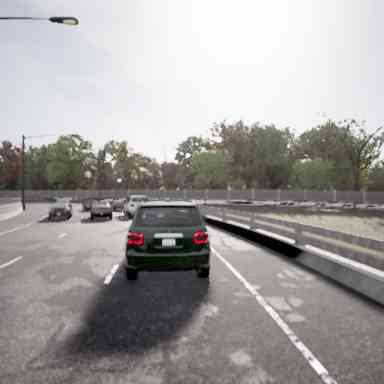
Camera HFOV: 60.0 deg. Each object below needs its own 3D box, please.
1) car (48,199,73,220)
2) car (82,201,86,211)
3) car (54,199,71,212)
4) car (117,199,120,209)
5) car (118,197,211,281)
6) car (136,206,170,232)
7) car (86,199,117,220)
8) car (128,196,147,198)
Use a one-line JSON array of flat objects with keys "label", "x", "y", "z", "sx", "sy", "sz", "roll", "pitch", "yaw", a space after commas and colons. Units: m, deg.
[{"label": "car", "x": -11.912, "y": 1.688, "z": 30.238, "sx": 1.812, "sy": 1.442, "sz": 4.674, "roll": 0, "pitch": 0, "yaw": -17}, {"label": "car", "x": -13.313, "y": 1.833, "z": 43.766, "sx": 1.895, "sy": 1.301, "sz": 4.718, "roll": 0, "pitch": 0, "yaw": -23}, {"label": "car", "x": -16.689, "y": 1.734, "z": 42.720, "sx": 1.837, "sy": 1.490, "sz": 4.892, "roll": 0, "pitch": 0, "yaw": -24}, {"label": "car", "x": -9.865, "y": 1.724, "z": 44.565, "sx": 2.128, "sy": 1.511, "sz": 4.902, "roll": 0, "pitch": 0, "yaw": -23}, {"label": "car", "x": -0.788, "y": 1.272, "z": 10.270, "sx": 2.150, "sy": 2.045, "sz": 5.566, "roll": 0, "pitch": -1, "yaw": -5}, {"label": "car", "x": -2.725, "y": 1.716, "z": 22.302, "sx": 1.895, "sy": 1.301, "sz": 4.718, "roll": 0, "pitch": 0, "yaw": -12}, {"label": "car", "x": -8.301, "y": 1.653, "z": 30.346, "sx": 2.128, "sy": 1.511, "sz": 4.902, "roll": 0, "pitch": 0, "yaw": -17}, {"label": "car", "x": -5.504, "y": 1.391, "z": 33.146, "sx": 2.150, "sy": 2.045, "sz": 5.566, "roll": 0, "pitch": -1, "yaw": -17}]
